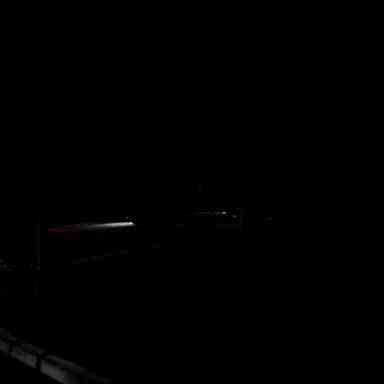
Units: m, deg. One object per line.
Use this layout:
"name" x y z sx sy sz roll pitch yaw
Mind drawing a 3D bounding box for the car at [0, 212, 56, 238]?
"car" -11.837 2.163 22.752 2.128 1.511 4.902 -2 -1 34

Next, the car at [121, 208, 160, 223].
"car" -5.077 2.257 33.141 1.994 1.385 4.181 -2 -1 32

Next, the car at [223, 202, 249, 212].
"car" 6.933 2.372 52.071 2.033 1.411 5.357 -2 -2 32

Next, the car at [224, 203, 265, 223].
"car" 4.745 1.816 28.872 1.882 1.535 5.008 -2 -2 32
